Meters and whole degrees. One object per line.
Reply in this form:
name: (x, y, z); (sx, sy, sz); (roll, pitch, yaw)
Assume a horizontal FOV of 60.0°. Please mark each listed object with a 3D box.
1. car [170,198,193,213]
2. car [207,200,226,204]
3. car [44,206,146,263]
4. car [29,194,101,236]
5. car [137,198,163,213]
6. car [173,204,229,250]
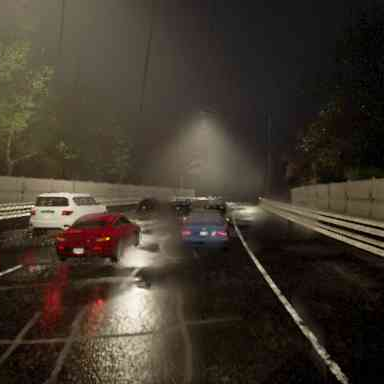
car: (-0.974, 1.316, 33.371); (2.128, 1.511, 4.902); (0, 0, 8)
car: (2.319, 1.433, 31.675); (1.895, 1.301, 4.718); (0, 0, 8)
car: (-3.038, 1.440, 11.555); (1.812, 1.442, 4.674); (0, 1, 3)
car: (-6.193, 1.091, 17.395); (2.150, 2.045, 5.566); (0, 0, 4)
car: (-4.342, 1.343, 34.562); (1.812, 1.442, 4.674); (0, 0, 8)
car: (0.571, 1.449, 13.845); (2.033, 1.411, 5.357); (0, 0, 3)
